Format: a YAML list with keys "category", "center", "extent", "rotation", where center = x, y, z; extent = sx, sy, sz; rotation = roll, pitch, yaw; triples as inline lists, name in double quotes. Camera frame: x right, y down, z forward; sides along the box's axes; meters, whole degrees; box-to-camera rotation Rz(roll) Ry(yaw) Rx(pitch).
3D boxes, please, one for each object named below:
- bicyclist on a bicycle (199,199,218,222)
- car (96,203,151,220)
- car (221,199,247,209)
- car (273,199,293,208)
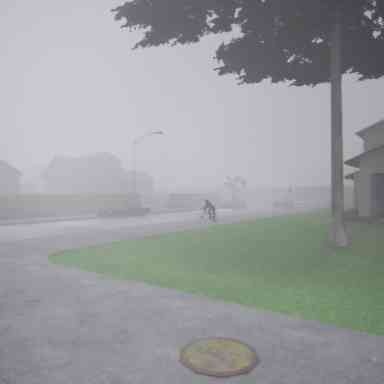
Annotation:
- category: "bicyclist on a bicycle"
  center: [1.163, 1.347, 23.659]
  extent: [1.656, 1.620, 0.582]
  rotation: [0, 0, 36]
- category: "car"
  center: [-5.782, 1.597, 28.379]
  extent: [1.895, 1.301, 4.718]
  rotation: [0, 0, 36]
- category: "car"
  center: [5.568, 1.572, 44.072]
  extent: [1.994, 1.385, 4.181]
  rotation: [0, 0, 36]
- category: "car"
  center: [13.341, 1.598, 48.420]
  extent: [1.895, 1.301, 4.718]
  rotation: [0, 0, 31]
